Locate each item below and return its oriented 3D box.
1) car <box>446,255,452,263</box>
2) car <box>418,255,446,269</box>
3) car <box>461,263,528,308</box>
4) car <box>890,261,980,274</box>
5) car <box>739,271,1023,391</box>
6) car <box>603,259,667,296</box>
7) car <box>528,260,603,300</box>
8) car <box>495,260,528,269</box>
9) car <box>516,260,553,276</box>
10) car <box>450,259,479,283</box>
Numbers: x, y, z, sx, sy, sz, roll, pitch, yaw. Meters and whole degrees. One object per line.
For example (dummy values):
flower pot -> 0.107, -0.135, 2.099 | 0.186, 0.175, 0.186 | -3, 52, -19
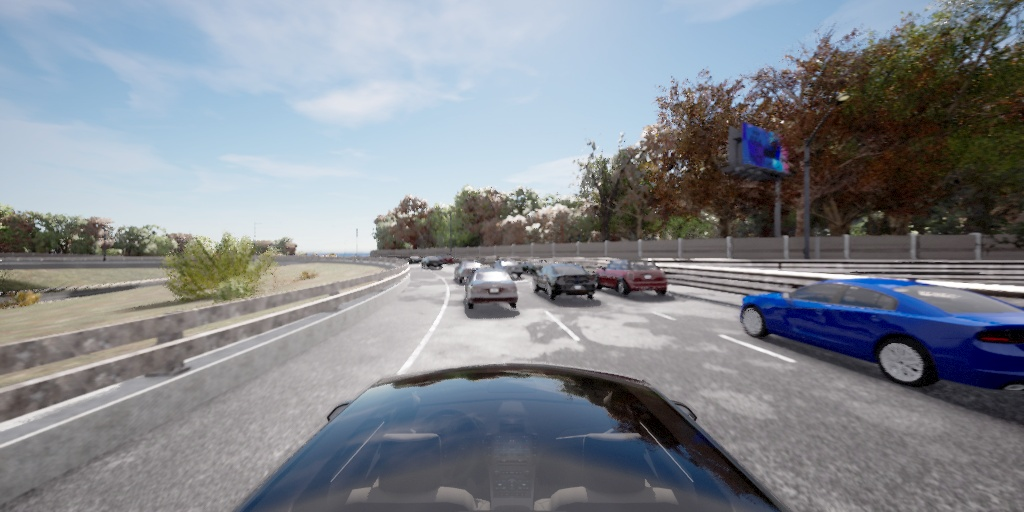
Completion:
car -> -12.294, 0.568, 63.704 | 2.097, 1.767, 4.553 | -1, 1, -34
car -> -10.480, 0.851, 46.491 | 1.882, 1.535, 5.008 | 0, 1, -25
car -> -0.934, 1.179, 14.544 | 2.033, 1.411, 5.357 | 0, 1, -8
car -> 22.759, 0.997, 20.588 | 5.357, 1.411, 2.033 | 0, 1, 22
car -> 6.620, 1.144, 6.802 | 1.882, 1.535, 5.008 | 0, 1, -3
car -> 5.677, 0.917, 17.899 | 2.097, 1.767, 4.553 | 0, 1, -9
car -> 2.281, 1.070, 16.818 | 1.882, 1.535, 5.008 | 0, 1, -9
car -> -0.567, 1.028, 29.971 | 2.033, 1.411, 5.357 | 0, 1, -15
car -> 2.018, 1.034, 33.510 | 1.895, 1.301, 4.718 | 0, 1, -17
car -> -3.057, 1.082, 25.751 | 2.033, 1.411, 5.357 | 0, 1, -14
